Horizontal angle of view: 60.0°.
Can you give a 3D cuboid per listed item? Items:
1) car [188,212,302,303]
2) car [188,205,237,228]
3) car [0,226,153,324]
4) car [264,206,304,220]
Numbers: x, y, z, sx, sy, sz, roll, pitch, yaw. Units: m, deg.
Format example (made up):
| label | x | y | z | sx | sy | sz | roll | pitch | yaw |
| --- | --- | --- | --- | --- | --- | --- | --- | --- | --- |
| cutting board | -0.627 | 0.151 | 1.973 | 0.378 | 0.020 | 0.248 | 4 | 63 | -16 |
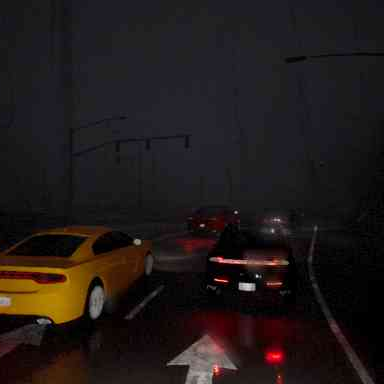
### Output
| label | x | y | z | sx | sy | sz | roll | pitch | yaw |
| --- | --- | --- | --- | --- | --- | --- | --- | --- | --- |
| car | 1.548 | 1.492 | 8.347 | 2.128 | 1.511 | 4.902 | 0 | 0 | 13 |
| car | 1.377 | 1.478 | 18.442 | 1.882 | 1.535 | 5.008 | 0 | 0 | 21 |
| car | -2.309 | 1.478 | 7.280 | 1.882 | 1.535 | 5.008 | 0 | -1 | 10 |
| car | 4.617 | 1.505 | 17.228 | 1.837 | 1.490 | 4.892 | 0 | 0 | 21 |
